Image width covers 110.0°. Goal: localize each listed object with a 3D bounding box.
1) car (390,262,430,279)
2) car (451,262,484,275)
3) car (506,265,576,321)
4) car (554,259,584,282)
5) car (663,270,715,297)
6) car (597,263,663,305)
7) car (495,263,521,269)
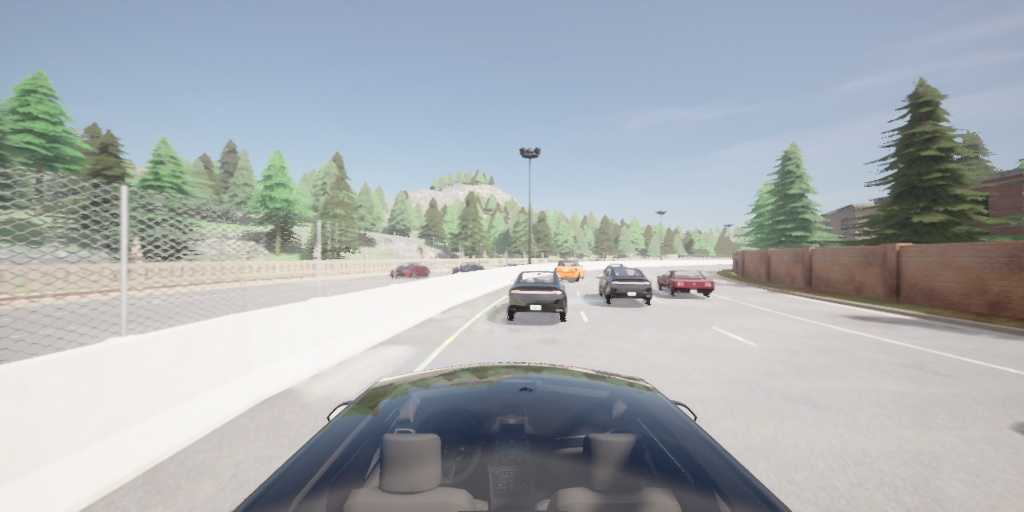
[{"bbox_3d":[-9.211,1.279,32.580,1.994,1.385,4.181,0,0,17],"label":"car"},{"bbox_3d":[-4.401,1.300,36.043,1.994,1.385,4.181,0,0,20],"label":"car"},{"bbox_3d":[0.945,1.247,12.542,2.128,1.511,4.902,0,0,7],"label":"car"},{"bbox_3d":[4.820,1.127,29.978,2.097,1.767,4.553,0,0,17],"label":"car"},{"bbox_3d":[9.129,1.393,19.285,1.895,1.301,4.718,0,0,12],"label":"car"},{"bbox_3d":[5.043,1.266,16.354,2.128,1.511,4.902,0,0,9],"label":"car"},{"bbox_3d":[-0.091,1.356,37.751,1.895,1.301,4.718,0,0,21],"label":"car"}]
